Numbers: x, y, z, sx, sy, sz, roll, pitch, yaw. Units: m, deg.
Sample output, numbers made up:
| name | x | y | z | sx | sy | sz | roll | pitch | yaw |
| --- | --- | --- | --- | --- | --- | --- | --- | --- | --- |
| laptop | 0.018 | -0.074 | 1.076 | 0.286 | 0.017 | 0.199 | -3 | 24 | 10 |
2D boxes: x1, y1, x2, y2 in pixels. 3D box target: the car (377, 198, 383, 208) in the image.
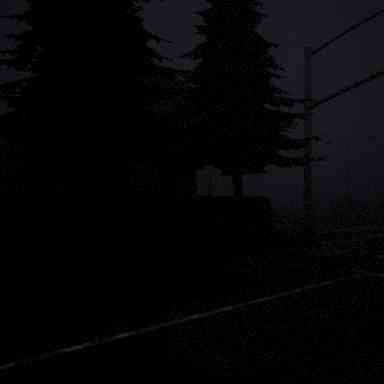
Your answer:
| name | x | y | z | sx | sy | sz | roll | pitch | yaw |
| --- | --- | --- | --- | --- | --- | --- | --- | --- | --- |
| car | 31.573 | 1.804 | 51.595 | 2.007 | 1.523 | 4.514 | 1 | 0 | -36 |

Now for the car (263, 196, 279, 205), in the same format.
| name | x | y | z | sx | sy | sz | roll | pitch | yaw |
| --- | --- | --- | --- | --- | --- | --- | --- | --- | --- |
| car | 13.426 | 1.573 | 60.810 | 2.152 | 1.636 | 5.027 | 1 | 0 | -36 |

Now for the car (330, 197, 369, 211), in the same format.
| name | x | y | z | sx | sy | sz | roll | pitch | yaw |
| --- | --- | --- | --- | --- | --- | --- | --- | --- | --- |
| car | 21.059 | 1.490 | 44.880 | 1.932 | 1.855 | 4.605 | 1 | 0 | -36 |

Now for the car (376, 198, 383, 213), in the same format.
| name | x | y | z | sx | sy | sz | roll | pitch | yaw |
| --- | --- | --- | --- | --- | --- | --- | --- | --- | --- |
| car | 23.002 | 1.440 | 36.577 | 1.905 | 1.878 | 3.866 | 1 | 0 | -36 |

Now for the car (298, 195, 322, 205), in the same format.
| name | x | y | z | sx | sy | sz | roll | pitch | yaw |
| --- | --- | --- | --- | --- | --- | --- | --- | --- | --- |
| car | 23.799 | 1.613 | 68.301 | 1.905 | 1.878 | 3.866 | 1 | 0 | -36 |

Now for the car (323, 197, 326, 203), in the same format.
| name | x | y | z | sx | sy | sz | roll | pitch | yaw |
| --- | --- | --- | --- | --- | --- | --- | --- | --- | --- |
| car | 25.913 | 1.660 | 70.336 | 1.932 | 1.855 | 4.605 | 1 | 0 | -36 |

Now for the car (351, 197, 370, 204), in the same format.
| name | x | y | z | sx | sy | sz | roll | pitch | yaw |
| --- | --- | --- | --- | --- | --- | --- | --- | --- | --- |
| car | 41.056 | 2.106 | 81.103 | 1.845 | 1.501 | 3.633 | 1 | 0 | -36 |

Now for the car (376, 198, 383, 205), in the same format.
| name | x | y | z | sx | sy | sz | roll | pitch | yaw |
| --- | --- | --- | --- | --- | --- | --- | --- | --- | --- |
| car | 42.985 | 2.090 | 73.342 | 1.970 | 1.475 | 3.806 | 1 | 0 | -36 |
